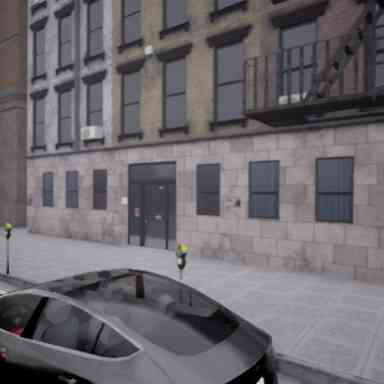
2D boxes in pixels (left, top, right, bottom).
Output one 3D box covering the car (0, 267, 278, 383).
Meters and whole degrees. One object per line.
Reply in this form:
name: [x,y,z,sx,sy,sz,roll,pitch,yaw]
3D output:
car: [-1.223,1.552,3.685,4.313,1.339,1.947,0,0,36]
